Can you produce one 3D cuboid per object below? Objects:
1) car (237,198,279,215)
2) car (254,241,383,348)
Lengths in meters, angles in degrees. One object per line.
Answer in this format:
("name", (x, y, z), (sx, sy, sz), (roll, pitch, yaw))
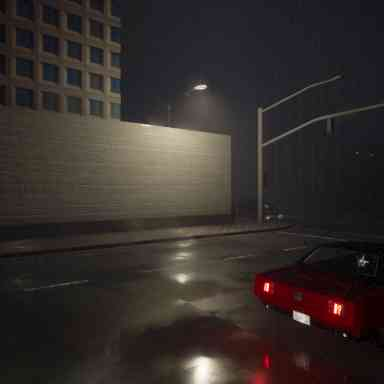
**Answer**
("car", (6.863, 1.407, 34.721), (2.097, 1.767, 4.553), (0, 0, -35))
("car", (3.467, 1.601, 6.259), (4.718, 1.301, 1.895), (0, 0, -35))
